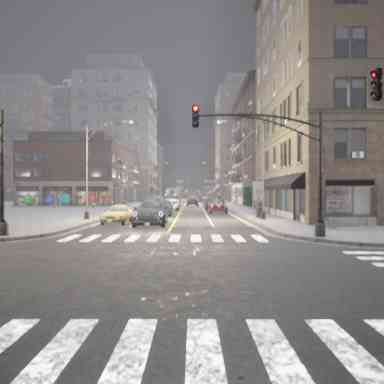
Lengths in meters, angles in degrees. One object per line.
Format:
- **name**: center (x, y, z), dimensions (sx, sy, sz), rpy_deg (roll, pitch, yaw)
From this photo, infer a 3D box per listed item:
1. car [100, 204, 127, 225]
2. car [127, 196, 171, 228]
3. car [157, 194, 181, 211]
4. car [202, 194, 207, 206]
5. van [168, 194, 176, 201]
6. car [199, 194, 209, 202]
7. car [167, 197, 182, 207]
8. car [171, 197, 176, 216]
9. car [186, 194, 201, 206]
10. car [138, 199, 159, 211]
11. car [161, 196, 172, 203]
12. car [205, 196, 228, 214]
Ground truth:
- **car**: center (-5.343, 1.542, 23.976), dimensions (1.752, 1.417, 4.829), rpy_deg (0, 0, 0)
- **car**: center (-2.760, 1.368, 22.462), dimensions (2.097, 1.767, 4.553), rpy_deg (0, 0, -1)
- **car**: center (-2.727, 1.252, 41.462), dimensions (2.150, 2.045, 5.566), rpy_deg (0, 0, 1)
- **car**: center (2.715, 1.345, 41.116), dimensions (2.192, 1.841, 5.009), rpy_deg (0, 0, 0)
- **van**: center (-5.223, 1.408, 86.427), dimensions (1.690, 1.788, 3.998), rpy_deg (0, 0, 0)
- **car**: center (2.791, 1.377, 80.749), dimensions (2.192, 1.841, 5.009), rpy_deg (0, 0, 0)
- **car**: center (-2.707, 1.586, 51.881), dimensions (2.033, 1.411, 5.357), rpy_deg (0, 0, 1)
- **car**: center (-2.780, 1.527, 31.650), dimensions (1.837, 1.490, 4.892), rpy_deg (0, 0, 0)
- **car**: center (0.104, 1.545, 54.077), dimensions (1.837, 1.490, 4.892), rpy_deg (0, 0, 0)
- **car**: center (-5.310, 1.581, 41.132), dimensions (2.008, 1.369, 4.403), rpy_deg (0, 0, 0)
- **car**: center (-5.256, 1.577, 69.271), dimensions (1.752, 1.417, 4.829), rpy_deg (0, 0, 0)
- **car**: center (2.704, 1.466, 35.454), dimensions (1.967, 1.590, 4.097), rpy_deg (0, 0, 0)
